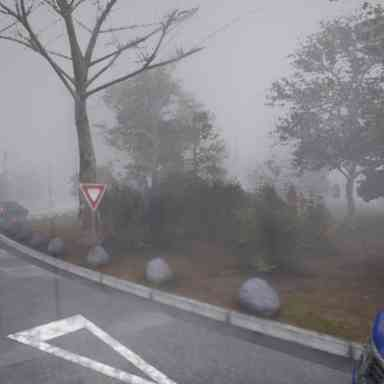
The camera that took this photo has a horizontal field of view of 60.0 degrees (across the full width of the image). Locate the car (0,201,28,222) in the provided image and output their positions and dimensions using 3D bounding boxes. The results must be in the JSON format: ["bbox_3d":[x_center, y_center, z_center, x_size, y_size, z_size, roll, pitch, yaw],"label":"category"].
[{"bbox_3d":[-18.742,1.947,33.749,2.150,2.045,5.566,-1,-2,-5],"label":"car"}]

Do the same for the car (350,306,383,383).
[{"bbox_3d":[3.659,1.228,1.268,5.566,2.045,2.150,0,0,33],"label":"car"}]
